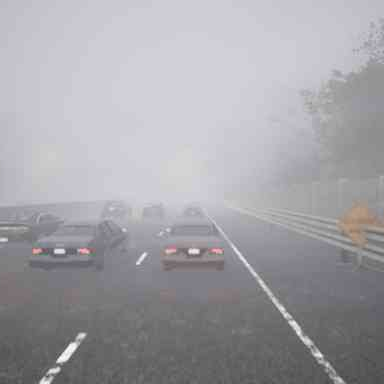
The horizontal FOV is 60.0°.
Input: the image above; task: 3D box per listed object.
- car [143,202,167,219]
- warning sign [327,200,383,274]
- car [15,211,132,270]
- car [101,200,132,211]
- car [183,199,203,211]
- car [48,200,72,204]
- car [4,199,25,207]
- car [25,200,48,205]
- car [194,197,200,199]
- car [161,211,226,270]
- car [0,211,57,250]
[{"bbox_3d":[-3.420,1.669,31.069,2.128,1.511,4.902,0,0,0],"label":"car"},{"bbox_3d":[4.548,1.162,9.028,1.300,1.860,1.060,0,0,0],"label":"warning sign"},{"bbox_3d":[-3.438,1.607,11.180,2.033,1.411,5.357,0,0,0],"label":"car"},{"bbox_3d":[-6.920,1.529,30.833,2.097,1.767,4.553,0,0,0],"label":"car"},{"bbox_3d":[0.083,1.710,32.099,1.812,1.442,4.674,0,0,0],"label":"car"},{"bbox_3d":[-17.593,1.876,45.893,1.895,1.301,4.718,0,0,0],"label":"car"},{"bbox_3d":[-24.584,1.790,47.015,1.837,1.490,4.892,0,-1,0],"label":"car"},{"bbox_3d":[-21.086,1.807,46.734,1.812,1.442,4.674,0,0,0],"label":"car"},{"bbox_3d":[1.211,2.032,79.023,1.812,1.442,4.674,0,0,0],"label":"car"},{"bbox_3d":[0.066,1.607,11.178,2.033,1.411,5.357,0,0,0],"label":"car"},{"bbox_3d":[-6.921,1.571,14.709,2.128,1.511,4.902,0,0,0],"label":"car"}]
